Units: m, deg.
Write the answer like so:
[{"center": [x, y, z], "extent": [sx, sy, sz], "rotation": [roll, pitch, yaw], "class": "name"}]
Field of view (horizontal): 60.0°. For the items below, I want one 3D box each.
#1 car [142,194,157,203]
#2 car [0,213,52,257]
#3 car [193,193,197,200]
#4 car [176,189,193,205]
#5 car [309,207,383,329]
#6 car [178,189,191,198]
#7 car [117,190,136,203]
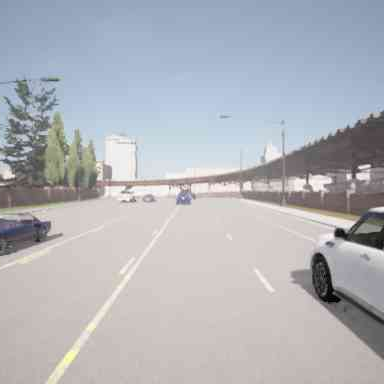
[{"center": [-7.040, 0.992, 55.199], "extent": [1.812, 1.442, 4.674], "rotation": [0, 1, 1], "class": "car"}, {"center": [-7.098, 1.480, 12.446], "extent": [1.895, 1.301, 4.718], "rotation": [0, 1, 0], "class": "car"}, {"center": [-0.210, 0.808, 67.787], "extent": [1.812, 1.442, 4.674], "rotation": [0, 0, -4], "class": "car"}, {"center": [-1.223, 0.883, 48.379], "extent": [2.097, 1.767, 4.553], "rotation": [0, 1, 0], "class": "car"}, {"center": [3.601, 1.174, 4.839], "extent": [2.150, 2.045, 5.566], "rotation": [0, 1, 0], "class": "car"}, {"center": [-1.875, 0.420, 80.885], "extent": [2.150, 2.045, 5.566], "rotation": [0, -1, -13], "class": "car"}, {"center": [-10.546, 0.699, 53.914], "extent": [2.150, 2.045, 5.566], "rotation": [0, 1, 1], "class": "car"}]
